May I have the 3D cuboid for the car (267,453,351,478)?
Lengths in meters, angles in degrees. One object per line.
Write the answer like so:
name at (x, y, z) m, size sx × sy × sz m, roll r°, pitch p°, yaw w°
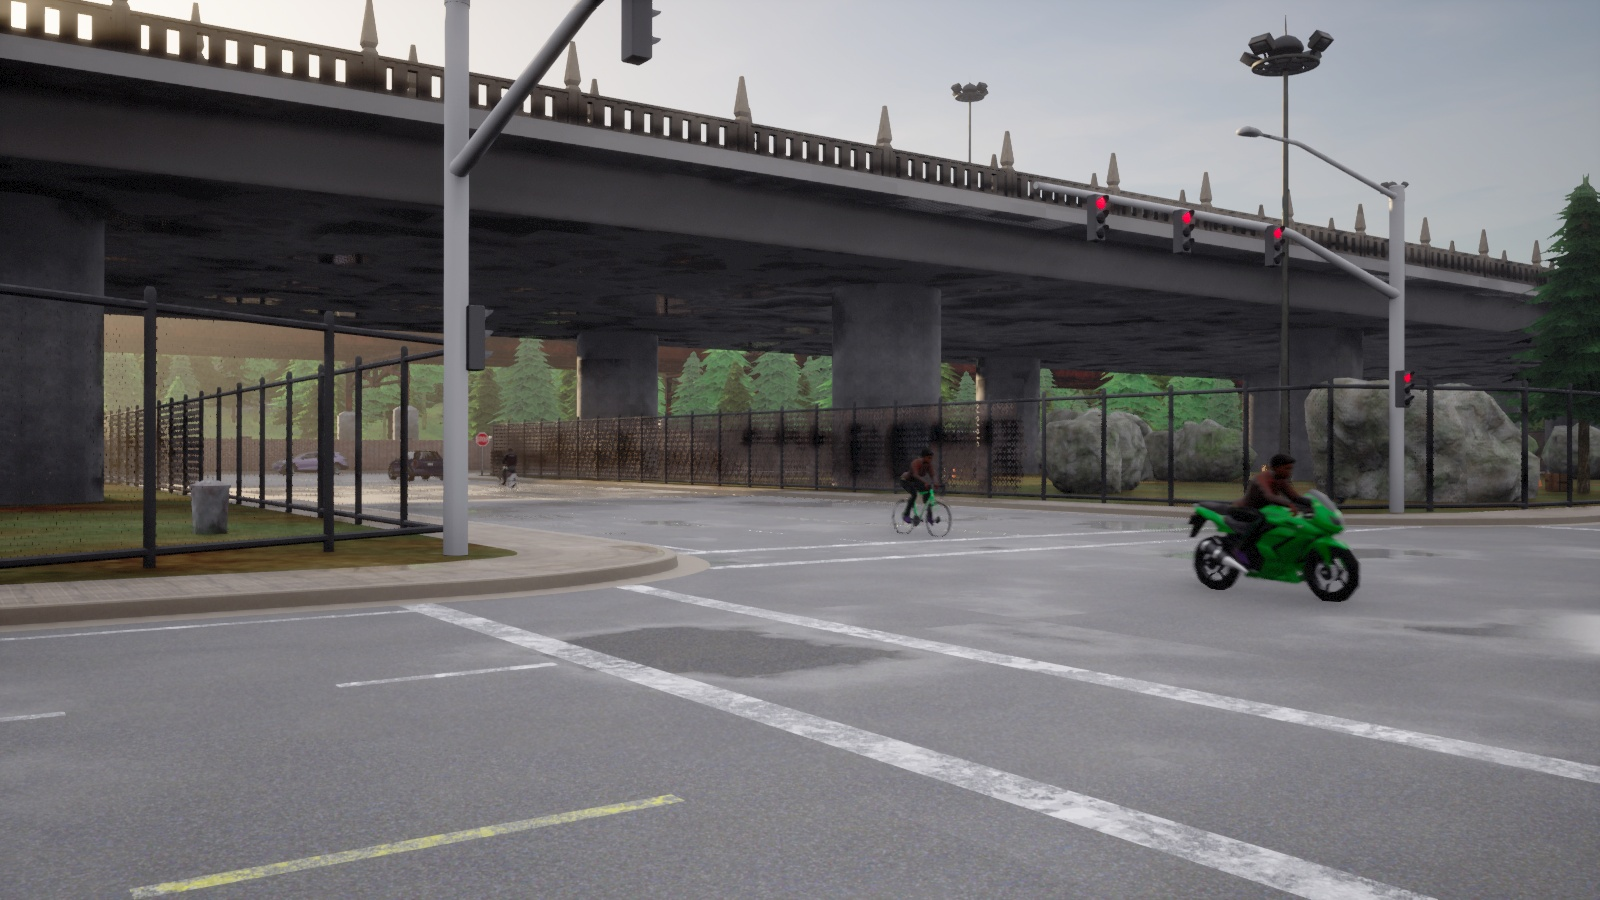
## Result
car at (-32.670, 1.004, 83.625) m, size 4.856 × 1.649 × 2.033 m, roll 0°, pitch 0°, yaw -34°

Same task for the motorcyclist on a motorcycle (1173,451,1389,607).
motorcyclist on a motorcycle at (5.056, 0.778, 13.344) m, size 0.797 × 1.523 × 2.044 m, roll 0°, pitch 0°, yaw -35°

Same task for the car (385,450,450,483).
car at (-21.012, 0.874, 68.922) m, size 2.097 × 1.767 × 4.553 m, roll 0°, pitch 0°, yaw -35°

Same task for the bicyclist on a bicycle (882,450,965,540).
bicyclist on a bicycle at (2.287, 0.806, 23.435) m, size 0.582 × 1.620 × 1.656 m, roll 0°, pitch 0°, yaw -36°
